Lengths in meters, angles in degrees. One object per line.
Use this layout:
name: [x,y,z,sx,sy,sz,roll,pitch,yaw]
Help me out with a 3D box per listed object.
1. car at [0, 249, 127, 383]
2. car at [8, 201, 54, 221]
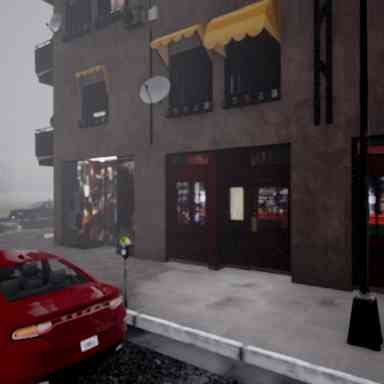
car: [-2.951,1.548,4.995,4.507,1.381,1.887,0,0,36]
car: [-11.034,1.373,25.558,2.033,1.411,5.357,0,1,35]
